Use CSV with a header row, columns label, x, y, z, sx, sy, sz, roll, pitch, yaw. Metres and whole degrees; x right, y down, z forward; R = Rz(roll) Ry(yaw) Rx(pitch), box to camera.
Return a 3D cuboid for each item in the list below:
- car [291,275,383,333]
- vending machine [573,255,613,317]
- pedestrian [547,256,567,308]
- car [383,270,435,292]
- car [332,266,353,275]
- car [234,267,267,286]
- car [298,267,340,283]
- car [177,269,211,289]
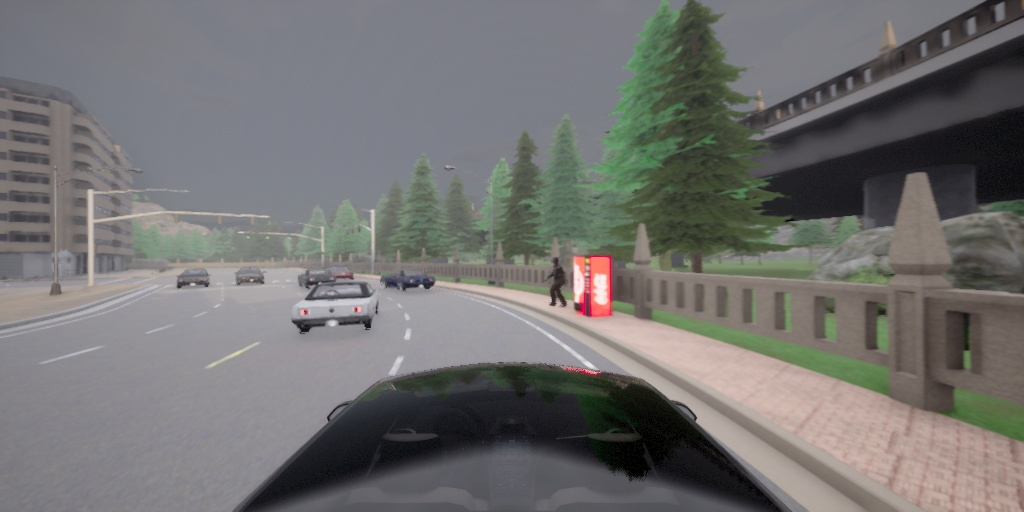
label,x,y,z,sx,sy,sz,roll,pitch,yaw
car,-5.281,1.457,11.326,1.895,1.301,4.718,-1,0,-17
vending machine,2.578,0.954,11.436,1.100,2.100,0.880,0,0,-15
pedestrian,1.590,0.918,12.732,0.375,1.860,0.375,-1,0,-17
car,-6.883,1.534,23.308,1.895,1.301,4.718,0,0,-39
car,-17.163,1.673,35.438,1.994,1.385,4.181,-1,0,-39
car,-22.305,1.704,30.530,1.837,1.490,4.892,-1,0,-39
car,-14.324,1.633,26.223,1.895,1.301,4.718,-1,0,-38
car,-25.035,1.721,28.340,2.033,1.411,5.357,-1,0,-39
